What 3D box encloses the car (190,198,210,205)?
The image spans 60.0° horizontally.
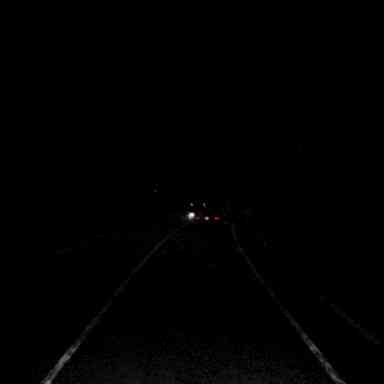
[{"bbox_3d":[1.185,1.586,41.638,2.097,1.767,4.553,1,0,15],"label":"car"}]

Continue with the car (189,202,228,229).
[{"bbox_3d":[1.230,1.701,22.950,2.033,1.411,5.357,1,0,7],"label":"car"}]

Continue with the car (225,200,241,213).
[{"bbox_3d":[4.924,1.791,41.372,1.882,1.535,5.008,1,0,15],"label":"car"}]
